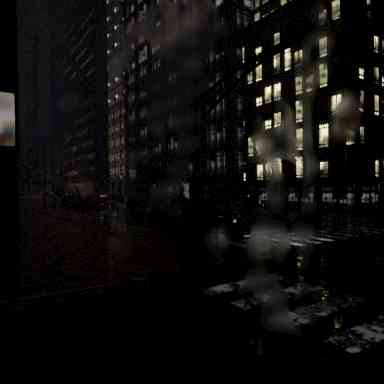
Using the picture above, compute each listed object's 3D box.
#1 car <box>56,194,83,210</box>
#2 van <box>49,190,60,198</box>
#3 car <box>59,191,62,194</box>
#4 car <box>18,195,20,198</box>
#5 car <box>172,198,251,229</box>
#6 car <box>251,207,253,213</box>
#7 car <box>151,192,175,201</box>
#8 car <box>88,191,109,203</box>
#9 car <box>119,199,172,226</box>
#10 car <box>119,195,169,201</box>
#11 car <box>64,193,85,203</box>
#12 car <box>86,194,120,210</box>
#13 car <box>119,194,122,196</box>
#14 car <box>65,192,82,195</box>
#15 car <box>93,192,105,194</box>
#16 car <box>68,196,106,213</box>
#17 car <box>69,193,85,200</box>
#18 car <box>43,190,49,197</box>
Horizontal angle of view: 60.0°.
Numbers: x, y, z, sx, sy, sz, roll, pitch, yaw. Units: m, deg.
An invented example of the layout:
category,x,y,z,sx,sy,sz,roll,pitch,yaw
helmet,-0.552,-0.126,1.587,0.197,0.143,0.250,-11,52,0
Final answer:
category,x,y,z,sx,sy,sz,roll,pitch,yaw
car,-13.794,1.289,38.016,2.008,1.369,4.403,-1,1,-35
van,-32.542,0.531,79.954,1.690,1.788,3.998,-1,1,-35
car,-26.136,0.733,70.668,1.967,1.590,4.097,-1,1,-35
car,-42.627,0.717,79.819,1.967,1.590,4.097,-1,1,-35
car,1.059,1.382,21.017,2.128,1.511,4.902,-1,1,-34
car,3.037,1.278,28.305,1.752,1.417,4.829,-1,1,-35
car,-3.717,0.963,38.160,2.192,1.841,5.009,-1,1,-35
car,-16.022,0.795,56.731,2.097,1.767,4.553,-1,1,-35
car,-2.957,1.455,22.353,2.008,1.369,4.403,-1,1,-35
car,-4.212,1.315,28.671,1.837,1.490,4.892,-1,1,-35
car,-20.519,1.008,57.961,2.033,1.411,5.357,-1,1,-35
car,-10.063,1.246,37.171,1.812,1.442,4.674,-1,1,-35
car,-12.037,1.009,51.015,1.837,1.490,4.892,-1,1,-35
car,-15.941,1.132,45.763,1.837,1.490,4.892,-1,1,-34
car,-15.006,1.053,49.956,1.837,1.490,4.892,-1,1,-34
car,-10.590,1.354,33.372,1.947,1.339,4.313,-1,1,-35
car,-22.933,0.889,66.025,1.887,1.381,4.507,-1,1,-35
car,-35.745,0.688,84.600,2.008,1.369,4.403,-1,1,-35
